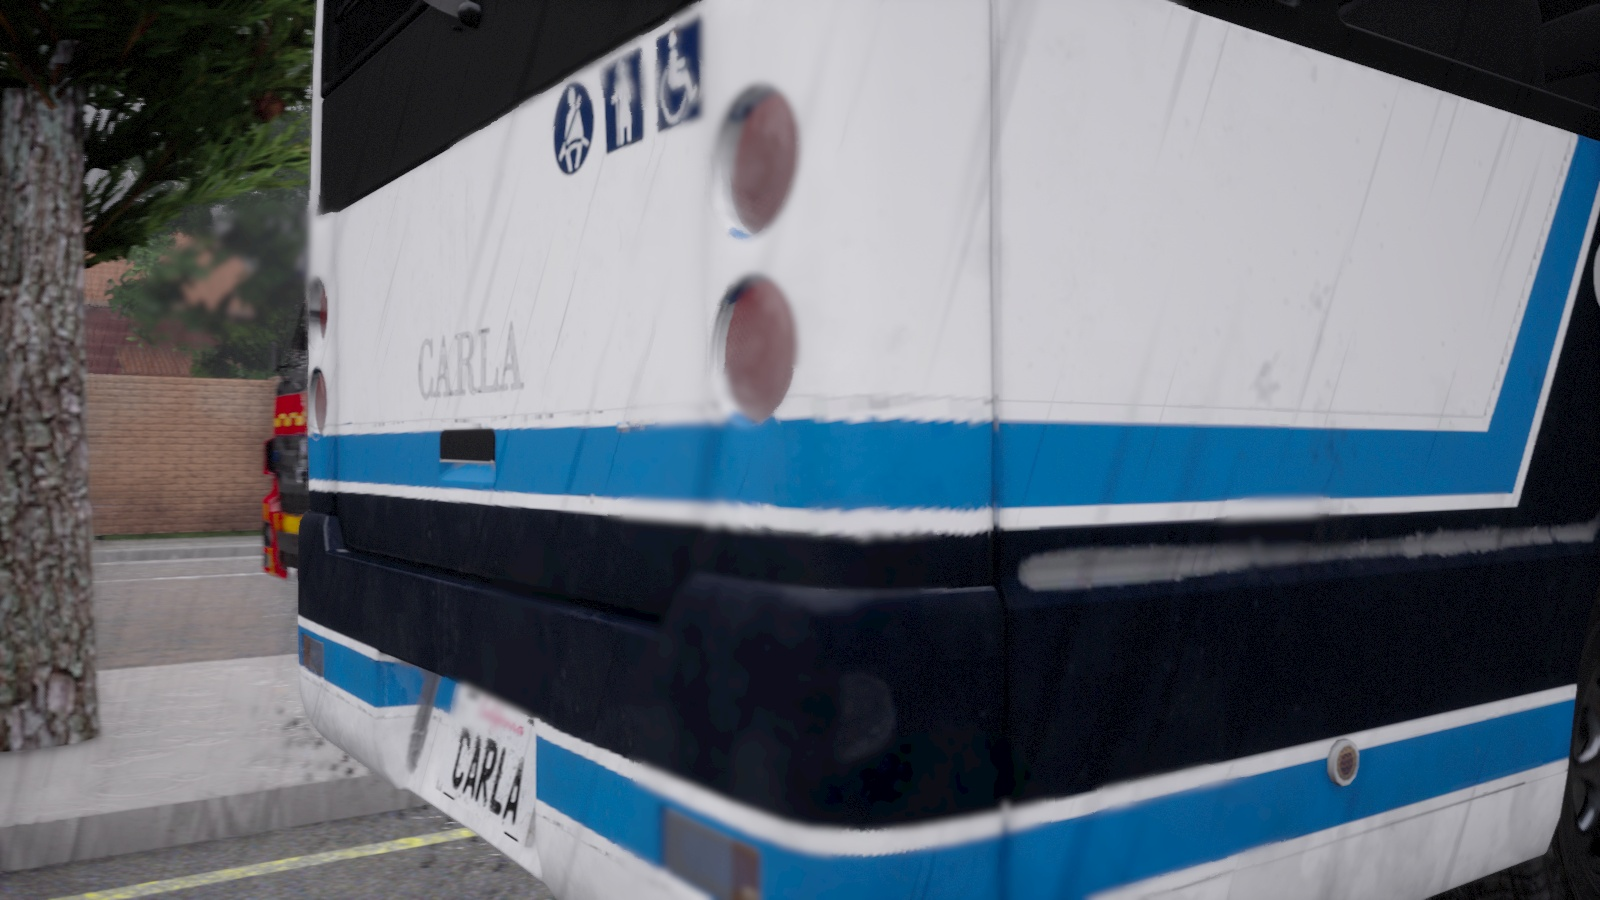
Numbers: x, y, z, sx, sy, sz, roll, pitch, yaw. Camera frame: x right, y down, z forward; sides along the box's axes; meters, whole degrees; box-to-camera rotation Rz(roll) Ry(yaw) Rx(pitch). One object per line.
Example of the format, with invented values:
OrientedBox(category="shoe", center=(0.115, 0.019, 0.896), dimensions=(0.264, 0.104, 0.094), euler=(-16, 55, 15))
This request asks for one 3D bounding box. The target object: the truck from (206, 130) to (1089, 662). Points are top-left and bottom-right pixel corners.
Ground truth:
OrientedBox(category="truck", center=(-1.101, -0.386, 12.657), dimensions=(8.468, 3.827, 2.891), euler=(0, 0, -35))

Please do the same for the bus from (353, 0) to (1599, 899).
OrientedBox(category="bus", center=(3.610, -0.624, 6.190), dimensions=(10.273, 4.253, 3.944), euler=(0, 0, -35))
